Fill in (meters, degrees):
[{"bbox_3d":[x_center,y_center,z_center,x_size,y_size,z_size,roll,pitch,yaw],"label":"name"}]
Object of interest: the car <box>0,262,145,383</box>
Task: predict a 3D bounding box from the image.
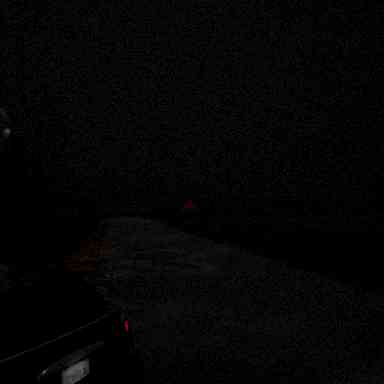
[{"bbox_3d":[-2.839,1.600,3.696,4.553,1.767,2.097,-3,-3,27],"label":"car"}]
